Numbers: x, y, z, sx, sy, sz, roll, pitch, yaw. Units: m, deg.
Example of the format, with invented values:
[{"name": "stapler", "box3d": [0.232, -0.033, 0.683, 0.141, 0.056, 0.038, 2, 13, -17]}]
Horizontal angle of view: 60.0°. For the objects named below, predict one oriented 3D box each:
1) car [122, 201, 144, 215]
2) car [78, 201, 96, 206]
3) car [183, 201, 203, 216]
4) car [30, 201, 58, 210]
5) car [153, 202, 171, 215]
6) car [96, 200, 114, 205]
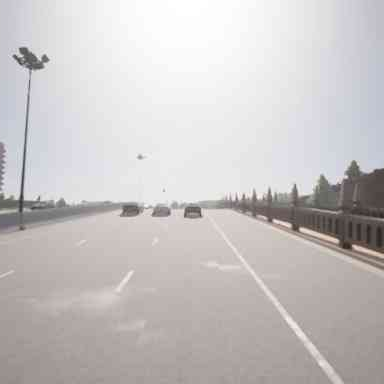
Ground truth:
[{"name": "car", "box3d": [-6.910, 1.812, 39.344, 1.882, 1.535, 5.008, 0, 0, 0]}, {"name": "car", "box3d": [-17.519, 2.217, 56.022, 2.033, 1.411, 5.357, 0, -3, 0]}, {"name": "car", "box3d": [0.091, 1.820, 36.954, 1.837, 1.490, 4.892, 0, 0, 0]}, {"name": "car", "box3d": [-21.073, 1.959, 47.722, 2.033, 1.411, 5.357, 0, -1, 0]}, {"name": "car", "box3d": [-3.409, 1.854, 38.674, 1.812, 1.442, 4.674, 0, 0, 0]}, {"name": "car", "box3d": [-14.028, 2.149, 55.422, 1.837, 1.490, 4.892, 0, -3, 0]}]
